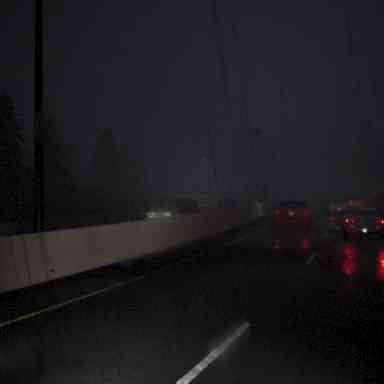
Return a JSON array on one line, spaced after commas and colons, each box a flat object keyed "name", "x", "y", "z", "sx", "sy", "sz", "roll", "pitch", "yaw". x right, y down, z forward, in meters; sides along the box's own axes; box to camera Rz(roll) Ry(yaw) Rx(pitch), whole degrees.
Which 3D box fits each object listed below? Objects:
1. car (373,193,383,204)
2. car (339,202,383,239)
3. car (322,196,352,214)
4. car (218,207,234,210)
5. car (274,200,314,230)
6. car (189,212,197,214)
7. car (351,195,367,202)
[{"name": "car", "x": 15.815, "y": 1.121, "z": 26.286, "sx": 2.150, "sy": 2.045, "sz": 5.566, "roll": 0, "pitch": 1, "yaw": 18}, {"name": "car", "x": 8.619, "y": 1.459, "z": 16.918, "sx": 1.812, "sy": 1.442, "sz": 4.674, "roll": 0, "pitch": 0, "yaw": 23}, {"name": "car", "x": 14.037, "y": 1.398, "z": 32.676, "sx": 1.812, "sy": 1.442, "sz": 4.674, "roll": 0, "pitch": 0, "yaw": 14}, {"name": "car", "x": 3.953, "y": 1.347, "z": 36.200, "sx": 2.128, "sy": 1.511, "sz": 4.902, "roll": 0, "pitch": 0, "yaw": 14}, {"name": "car", "x": 6.524, "y": 1.268, "z": 20.993, "sx": 2.097, "sy": 1.767, "sz": 4.553, "roll": 0, "pitch": 0, "yaw": 23}, {"name": "car", "x": -0.716, "y": 1.362, "z": 32.445, "sx": 2.128, "sy": 1.511, "sz": 4.902, "roll": 0, "pitch": 0, "yaw": 16}, {"name": "car", "x": 19.009, "y": 1.199, "z": 39.230, "sx": 2.097, "sy": 1.767, "sz": 4.553, "roll": 0, "pitch": 0, "yaw": 12}]
